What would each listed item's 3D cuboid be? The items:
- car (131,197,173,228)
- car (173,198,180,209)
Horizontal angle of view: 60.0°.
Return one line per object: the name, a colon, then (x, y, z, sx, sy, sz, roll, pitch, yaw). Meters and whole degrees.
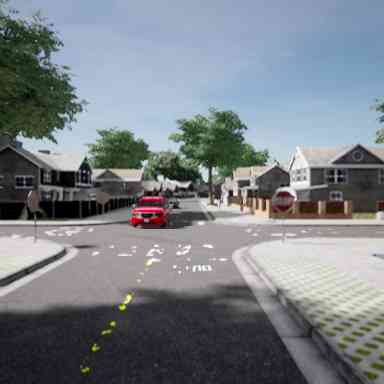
car: (-2.747, 1.395, 22.971, 2.150, 2.045, 5.566, 0, 0, 0)
car: (-2.746, 1.638, 46.880, 2.128, 1.511, 4.902, 0, 0, 0)
